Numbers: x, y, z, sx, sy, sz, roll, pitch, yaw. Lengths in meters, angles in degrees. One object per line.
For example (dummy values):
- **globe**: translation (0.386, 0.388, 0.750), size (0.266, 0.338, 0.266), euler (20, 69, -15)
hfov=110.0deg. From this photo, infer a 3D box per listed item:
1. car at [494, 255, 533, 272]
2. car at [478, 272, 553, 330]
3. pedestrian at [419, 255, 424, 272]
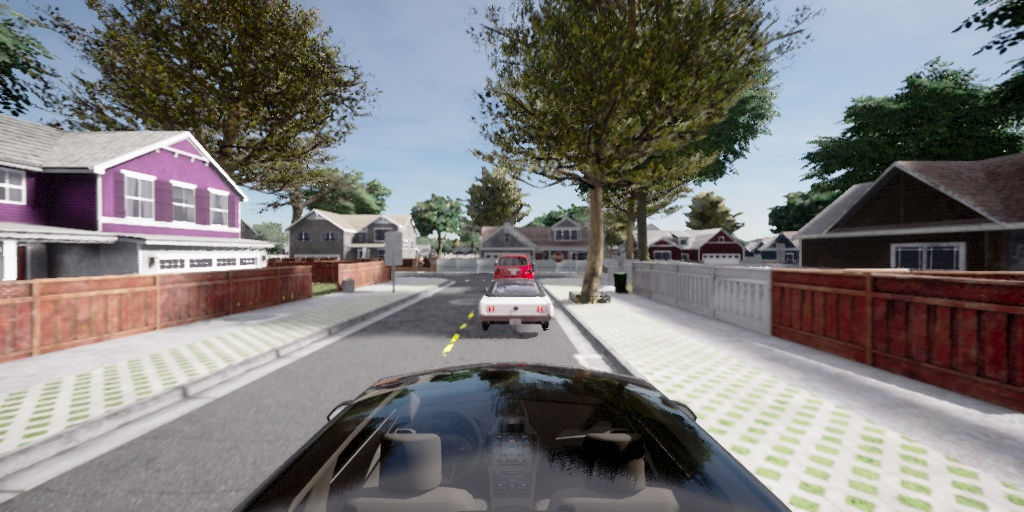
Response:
- **car**: translation (0.091, 0.952, 21.215), size (2.150, 2.045, 5.566), euler (0, 0, 0)
- **car**: translation (0.097, 1.341, 11.105), size (1.895, 1.301, 4.718), euler (0, 0, 0)
- **pedestrian**: translation (-9.767, 0.776, 38.473), size (0.375, 1.860, 0.375), euler (0, 0, -1)
